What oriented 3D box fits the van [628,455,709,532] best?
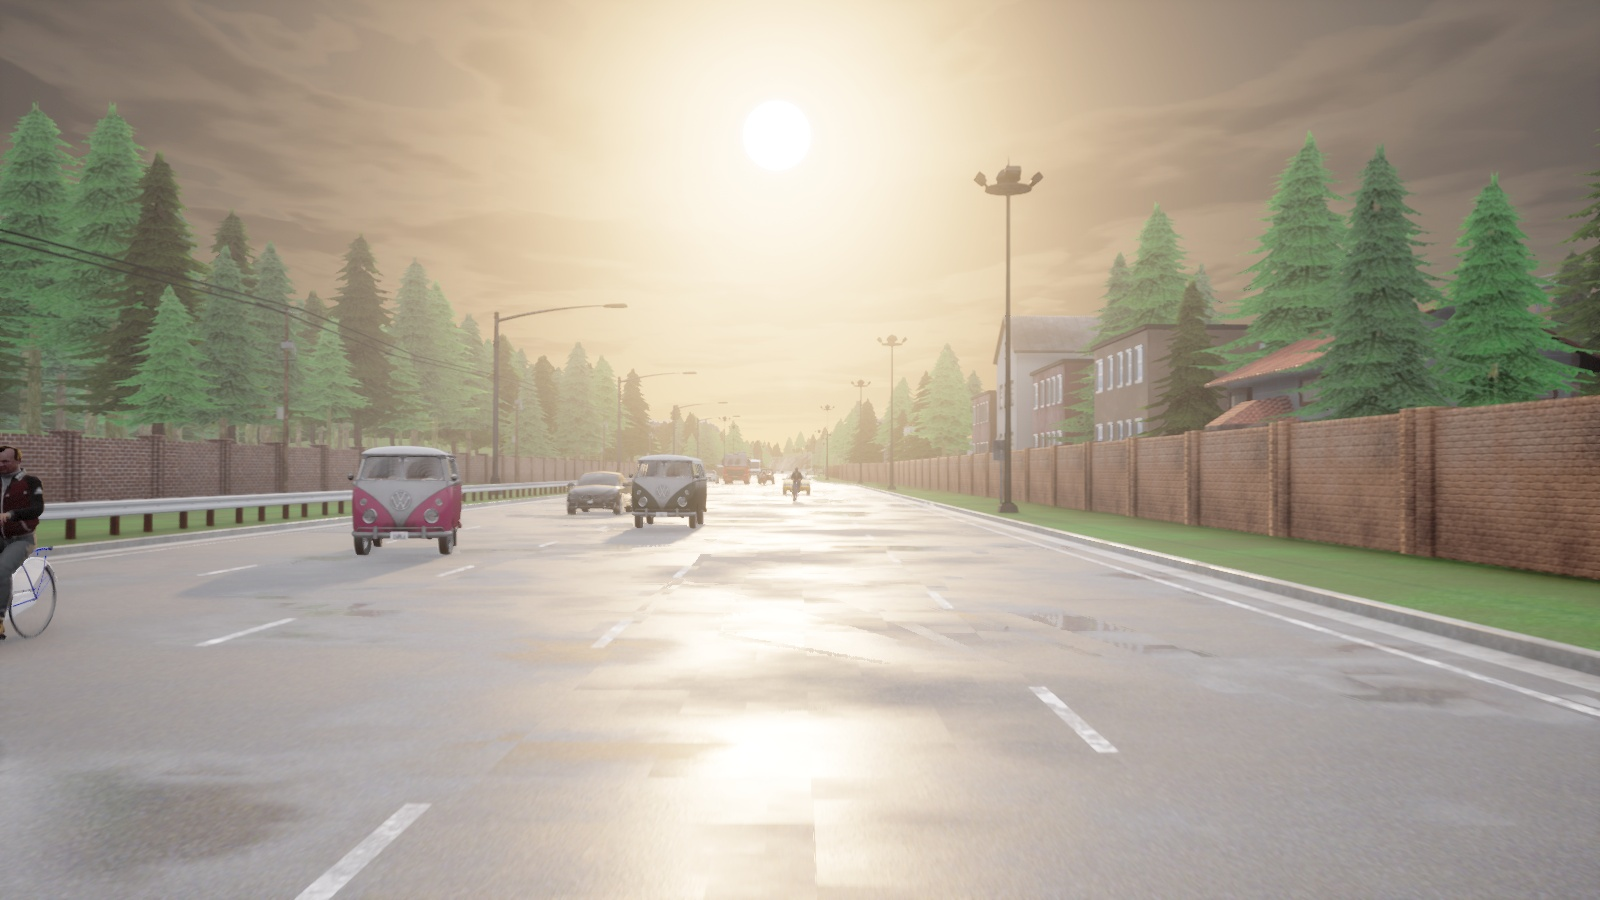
[{"bbox_3d":[-3.588,1.167,34.941,1.775,1.987,4.442,0,-1,0],"label":"van"}]

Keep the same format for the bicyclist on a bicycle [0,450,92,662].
[{"bbox_3d":[-7.028,0.897,10.949,0.659,1.776,1.843,0,-1,0],"label":"bicyclist on a bicycle"}]

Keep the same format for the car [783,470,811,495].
[{"bbox_3d":[-0.206,2.142,82.880,1.801,1.575,5.366,0,-1,0],"label":"car"}]

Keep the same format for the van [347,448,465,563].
[{"bbox_3d":[-7.431,0.999,24.037,1.775,1.987,4.442,0,-1,-13],"label":"van"}]

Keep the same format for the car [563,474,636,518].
[{"bbox_3d":[-7.111,1.599,44.889,1.837,1.490,4.892,0,-1,0],"label":"car"}]
